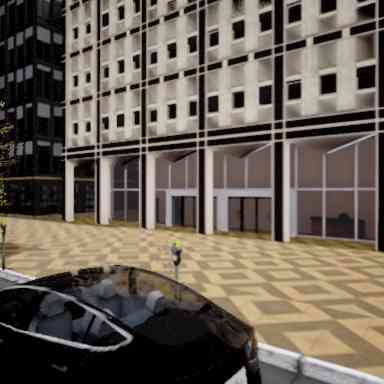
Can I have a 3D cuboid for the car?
[{"bbox_3d":[-1.344,1.544,3.838,4.313,1.339,1.947,0,0,36],"label":"car"}]
